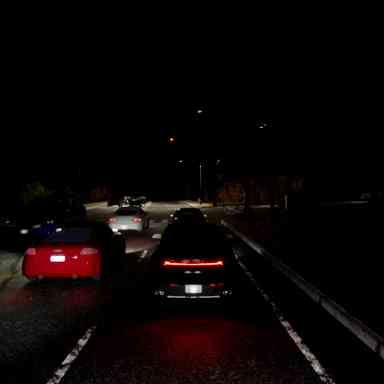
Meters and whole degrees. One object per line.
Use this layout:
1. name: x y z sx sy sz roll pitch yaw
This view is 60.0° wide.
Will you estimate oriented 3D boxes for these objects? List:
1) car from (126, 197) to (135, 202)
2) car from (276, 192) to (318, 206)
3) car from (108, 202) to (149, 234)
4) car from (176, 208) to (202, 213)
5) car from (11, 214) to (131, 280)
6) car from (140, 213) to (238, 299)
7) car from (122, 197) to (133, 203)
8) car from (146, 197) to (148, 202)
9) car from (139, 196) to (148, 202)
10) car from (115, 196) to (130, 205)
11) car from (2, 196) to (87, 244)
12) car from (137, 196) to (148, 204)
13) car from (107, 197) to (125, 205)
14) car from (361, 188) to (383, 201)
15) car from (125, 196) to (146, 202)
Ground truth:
1. car: -15.171 1.806 81.953 1.895 1.301 4.718 0 0 -8
2. car: 12.063 0.745 38.322 4.674 1.442 1.812 -3 0 -2
3. car: -3.479 1.540 18.722 1.812 1.442 4.674 0 0 -3
4. car: -0.179 1.561 17.853 2.033 1.411 5.357 0 0 -2
5. car: -3.259 1.570 9.978 1.994 1.385 4.181 0 0 -1
6. car: 0.013 1.509 8.446 1.837 1.490 4.892 0 0 0
7. car: -13.901 1.714 71.708 1.994 1.385 4.181 0 0 -7
8. car: -9.589 1.684 61.081 1.994 1.385 4.181 0 0 -5
9. car: -11.796 1.731 81.193 2.128 1.511 4.902 0 0 -7
10. car: -12.928 1.615 61.982 2.128 1.511 4.902 0 0 -5
11. car: -6.760 1.233 16.085 2.150 2.045 5.566 0 0 -1
12. car: -10.556 1.684 71.054 2.128 1.511 4.902 0 0 -6
13. car: -12.128 1.615 52.893 1.812 1.442 4.674 0 0 -5
14. car: 22.156 0.285 38.781 4.674 1.442 1.812 -3 0 -3
15. car: -8.811 1.578 52.228 2.128 1.511 4.902 0 0 -5
